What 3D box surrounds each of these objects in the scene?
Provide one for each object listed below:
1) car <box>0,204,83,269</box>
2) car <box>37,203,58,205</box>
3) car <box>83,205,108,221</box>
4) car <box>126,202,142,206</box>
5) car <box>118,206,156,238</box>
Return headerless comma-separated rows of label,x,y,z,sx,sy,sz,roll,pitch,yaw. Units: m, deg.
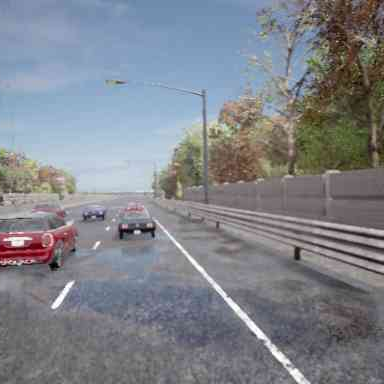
car,-5.354,1.500,11.598,2.097,1.767,4.553,-1,0,-10
car,-11.815,1.686,27.585,2.097,1.767,4.553,-1,0,-10
car,-8.786,1.865,30.542,1.895,1.301,4.718,-1,0,-10
car,-6.486,1.823,37.414,1.895,1.301,4.718,-1,0,-10
car,-3.074,1.700,18.550,1.895,1.301,4.718,-1,0,-10
